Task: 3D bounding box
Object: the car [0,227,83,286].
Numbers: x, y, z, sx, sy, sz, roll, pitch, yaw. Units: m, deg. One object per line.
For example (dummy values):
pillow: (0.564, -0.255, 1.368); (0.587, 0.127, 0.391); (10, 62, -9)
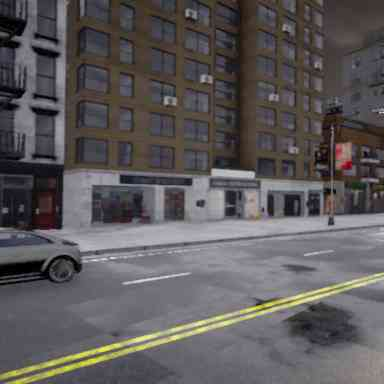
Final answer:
car: (-4.900, 1.577, 8.173); (4.181, 1.385, 1.994); (1, -1, -36)
